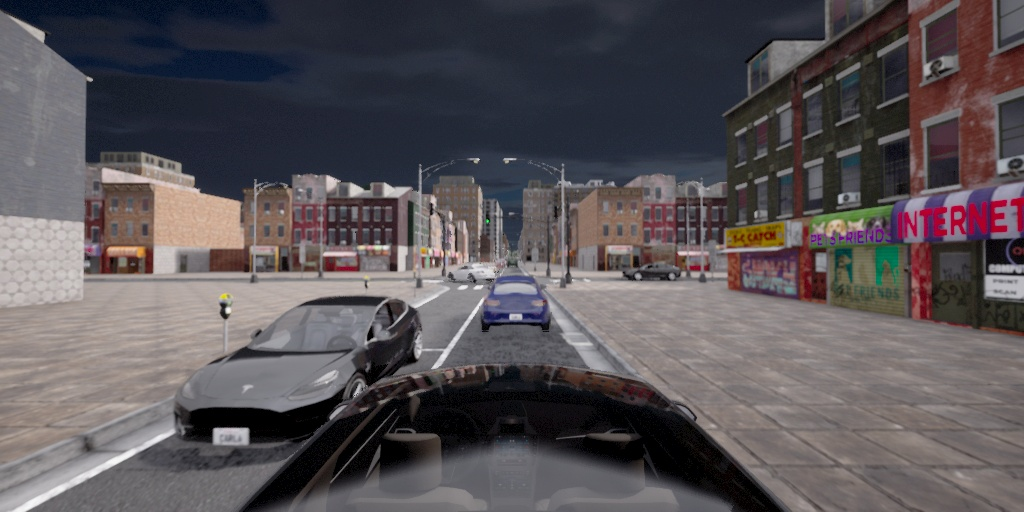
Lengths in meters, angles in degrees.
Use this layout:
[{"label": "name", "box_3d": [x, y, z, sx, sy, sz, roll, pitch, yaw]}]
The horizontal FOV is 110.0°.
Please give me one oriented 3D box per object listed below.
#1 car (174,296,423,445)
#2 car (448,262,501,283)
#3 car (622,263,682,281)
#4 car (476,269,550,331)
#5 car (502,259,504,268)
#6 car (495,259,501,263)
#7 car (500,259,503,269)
[{"label": "car", "box_3d": [-2.632, 1.327, 5.538, 1.948, 1.339, 4.313, 0, 0, 0]}, {"label": "car", "box_3d": [-3.317, 1.379, 28.866, 1.812, 1.442, 4.674, 1, -1, -43]}, {"label": "car", "box_3d": [12.073, 1.346, 31.099, 4.892, 1.490, 1.837, 0, -1, -1]}, {"label": "car", "box_3d": [0.097, 1.305, 10.939, 1.812, 1.442, 4.674, 0, 0, 0]}, {"label": "car", "box_3d": [-2.558, 1.557, 54.516, 1.802, 1.307, 4.207, 0, 0, 0]}, {"label": "car", "box_3d": [-2.575, 1.441, 43.136, 1.751, 1.417, 4.829, 0, 0, 0]}, {"label": "car", "box_3d": [-2.567, 1.490, 48.911, 1.888, 1.381, 4.507, 0, 0, 0]}]
